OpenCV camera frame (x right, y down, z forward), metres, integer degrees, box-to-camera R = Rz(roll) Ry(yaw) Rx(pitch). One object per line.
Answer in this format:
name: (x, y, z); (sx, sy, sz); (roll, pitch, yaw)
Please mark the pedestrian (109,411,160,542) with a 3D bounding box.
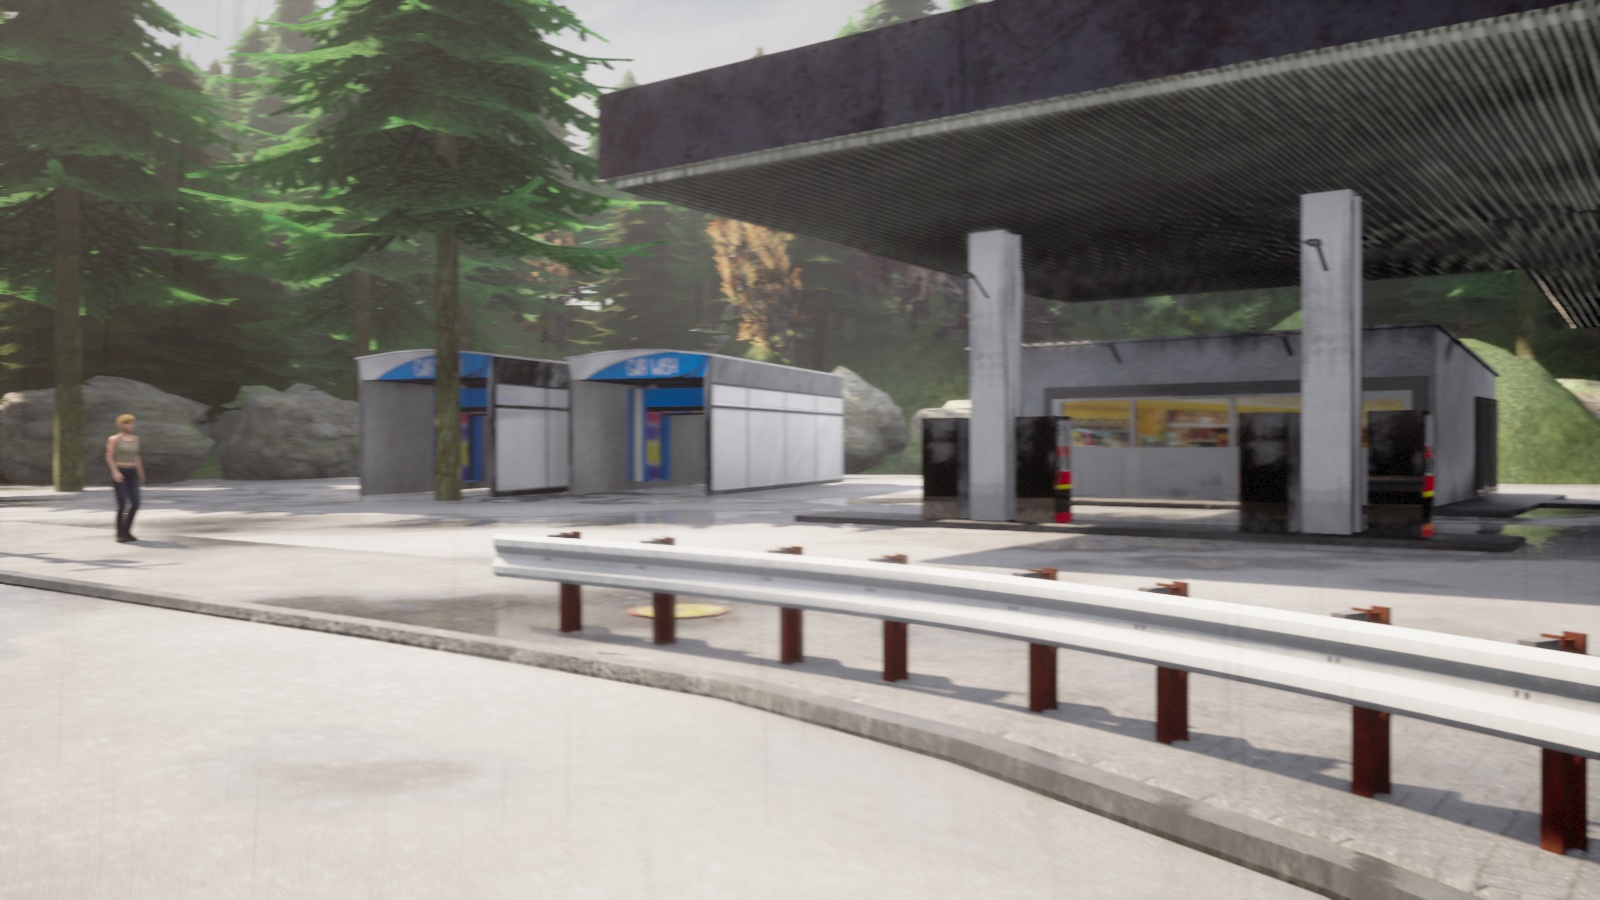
pedestrian: (-9.458, 0.371, 17.841); (0.594, 1.836, 0.345); (0, 0, 25)
